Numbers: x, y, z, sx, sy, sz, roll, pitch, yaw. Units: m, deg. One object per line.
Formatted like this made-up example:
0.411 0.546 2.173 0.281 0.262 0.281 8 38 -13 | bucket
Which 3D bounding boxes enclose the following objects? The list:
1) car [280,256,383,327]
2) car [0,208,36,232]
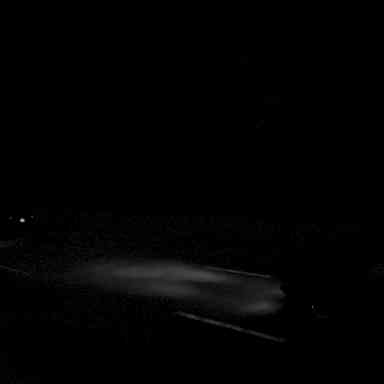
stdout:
3.967 1.601 5.461 4.718 1.301 1.895 0 0 35 | car
-11.717 1.677 20.938 4.181 1.385 1.994 -1 0 35 | car
